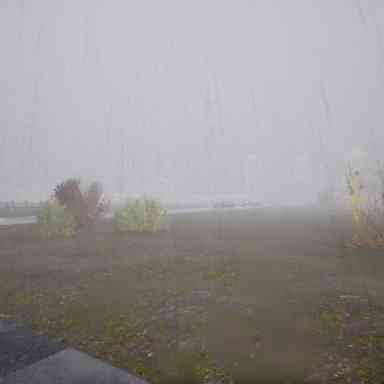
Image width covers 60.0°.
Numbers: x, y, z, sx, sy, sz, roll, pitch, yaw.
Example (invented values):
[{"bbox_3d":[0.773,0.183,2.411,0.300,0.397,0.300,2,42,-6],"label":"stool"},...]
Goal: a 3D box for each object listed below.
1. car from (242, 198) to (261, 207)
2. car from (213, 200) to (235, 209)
[{"bbox_3d":[11.312,1.989,63.304,2.097,1.767,4.553,-1,-1,36],"label":"car"},{"bbox_3d":[5.327,2.014,54.885,2.128,1.511,4.902,-1,-1,36],"label":"car"}]
